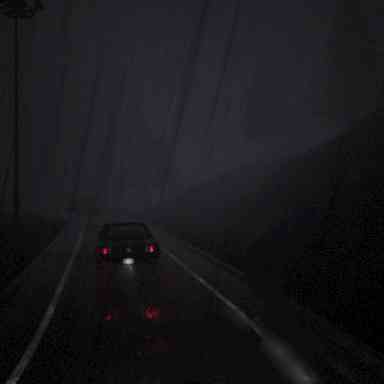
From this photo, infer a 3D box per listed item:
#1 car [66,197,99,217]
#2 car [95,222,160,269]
[{"bbox_3d":[-12.008,1.617,36.297,2.150,2.045,5.566,0,-1,-37],"label":"car"},{"bbox_3d":[-2.381,1.718,11.699,1.895,1.301,4.718,0,0,-14],"label":"car"}]
